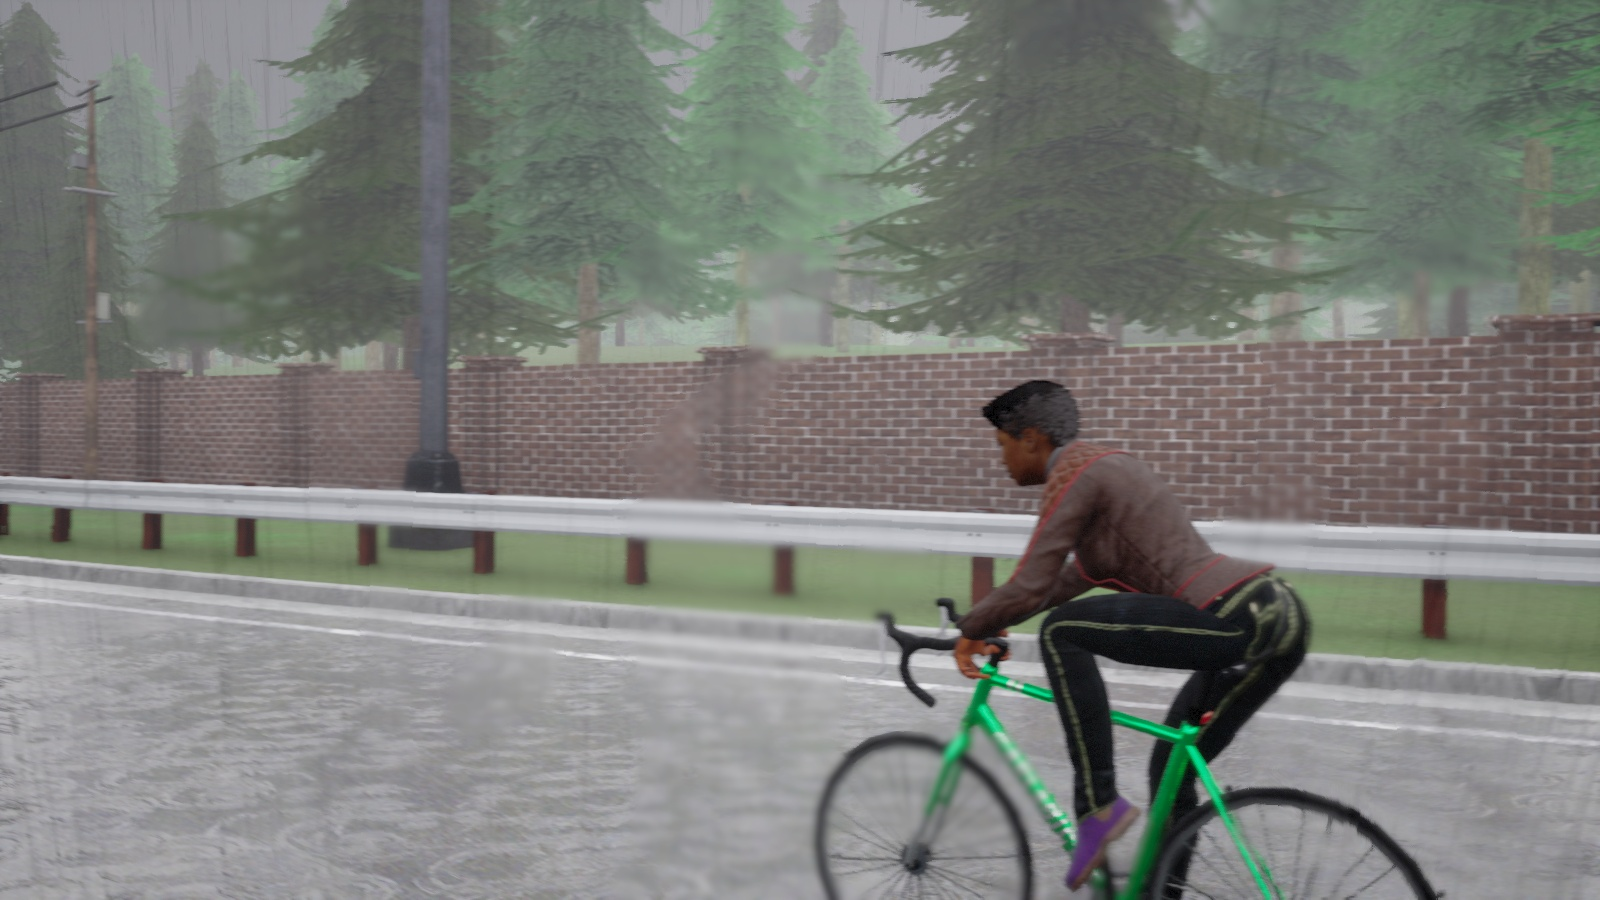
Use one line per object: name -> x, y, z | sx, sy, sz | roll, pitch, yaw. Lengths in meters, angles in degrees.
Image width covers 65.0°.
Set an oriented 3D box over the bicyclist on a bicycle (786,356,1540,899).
bicyclist on a bicycle -> 0.828, 0.635, 3.072 | 1.656, 1.620, 0.582 | -1, 1, 34
